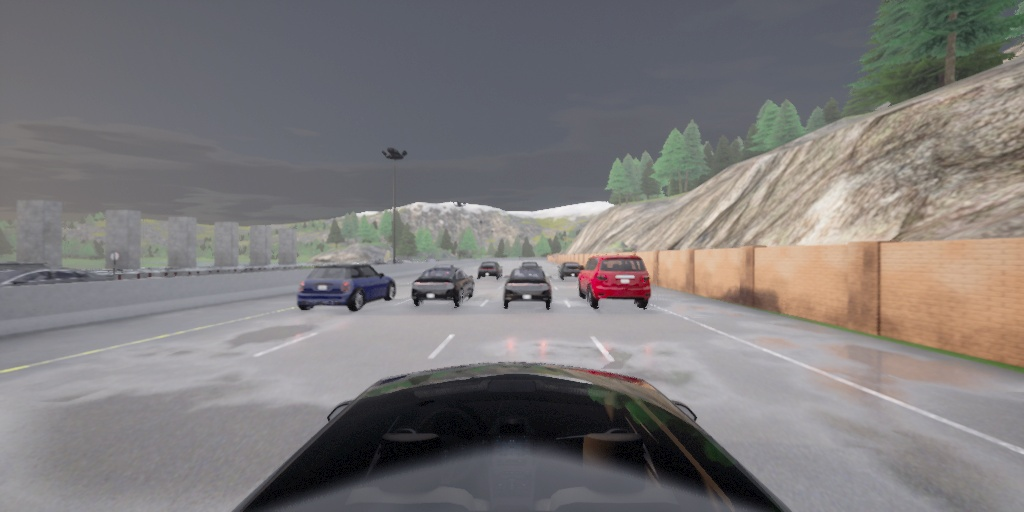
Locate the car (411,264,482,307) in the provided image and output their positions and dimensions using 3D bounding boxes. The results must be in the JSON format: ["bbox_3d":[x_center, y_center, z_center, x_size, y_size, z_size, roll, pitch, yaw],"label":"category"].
[{"bbox_3d":[-2.814,1.236,15.451,2.128,1.511,4.902,0,0,3],"label":"car"}]

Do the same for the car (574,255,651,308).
[{"bbox_3d":[4.201,0.996,15.475,2.150,2.045,5.566,0,0,3],"label":"car"}]

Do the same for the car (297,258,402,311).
[{"bbox_3d":[-6.378,1.085,14.422,2.097,1.767,4.553,0,0,3],"label":"car"}]

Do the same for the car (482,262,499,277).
[{"bbox_3d":[-1.906,1.261,31.932,1.837,1.490,4.892,0,0,3],"label":"car"}]

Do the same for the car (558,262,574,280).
[{"bbox_3d":[5.083,1.291,31.533,1.837,1.490,4.892,0,0,3],"label":"car"}]

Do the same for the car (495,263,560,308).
[{"bbox_3d":[0.678,1.251,15.219,2.128,1.511,4.902,0,0,3],"label":"car"}]

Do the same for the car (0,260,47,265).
[{"bbox_3d":[-20.507,1.017,13.639,2.097,1.767,4.553,0,0,3],"label":"car"}]

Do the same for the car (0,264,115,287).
[{"bbox_3d":[-17.246,1.173,12.683,2.128,1.511,4.902,0,0,2],"label":"car"}]
